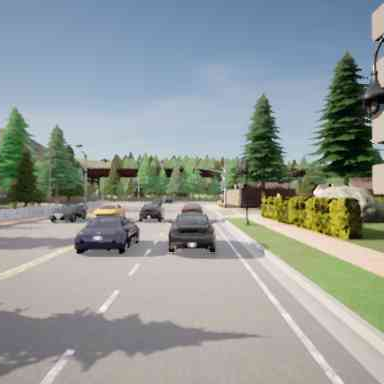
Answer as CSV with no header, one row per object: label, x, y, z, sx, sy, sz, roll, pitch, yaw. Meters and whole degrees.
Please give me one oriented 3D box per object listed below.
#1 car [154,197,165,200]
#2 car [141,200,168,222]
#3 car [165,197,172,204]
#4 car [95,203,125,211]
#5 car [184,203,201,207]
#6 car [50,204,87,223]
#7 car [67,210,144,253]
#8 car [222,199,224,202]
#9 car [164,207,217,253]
car,-6.986,2.116,66.828,1.837,1.490,4.892,0,0,0
car,-3.486,1.779,29.296,1.837,1.490,4.892,0,0,0
car,-6.709,2.064,84.878,2.097,1.767,4.553,0,-1,-27
car,-6.995,1.741,28.386,1.882,1.535,5.008,0,-1,0
car,0.069,1.750,29.452,1.882,1.535,5.008,0,0,2
car,-10.494,1.758,28.571,2.128,1.511,4.902,0,-1,0
car,-3.490,1.698,14.327,1.994,1.385,4.181,0,0,0
car,9.513,2.083,80.559,4.674,1.442,1.812,0,-1,-2
car,0.009,1.640,14.293,1.837,1.490,4.892,0,0,0
